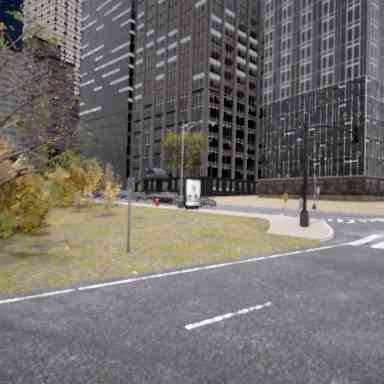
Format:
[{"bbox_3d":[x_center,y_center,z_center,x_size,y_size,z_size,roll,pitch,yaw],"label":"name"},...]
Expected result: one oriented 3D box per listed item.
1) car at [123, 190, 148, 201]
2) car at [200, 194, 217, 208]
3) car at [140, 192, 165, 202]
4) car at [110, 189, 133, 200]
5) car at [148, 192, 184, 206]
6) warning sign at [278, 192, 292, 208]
[{"bbox_3d":[-8.954,0.681,53.696,2.128,1.511,4.902,3,-1,-41],"label":"car"},{"bbox_3d":[0.751,0.938,37.266,1.812,1.442,4.674,3,-1,-40],"label":"car"},{"bbox_3d":[-6.648,0.824,55.988,1.812,1.442,4.674,3,-1,-41],"label":"car"},{"bbox_3d":[-13.473,0.466,63.486,2.097,1.767,4.553,3,-1,-43],"label":"car"},{"bbox_3d":[-2.223,0.778,35.757,2.128,1.511,4.902,3,-1,-40],"label":"car"},{"bbox_3d":[11.105,0.941,39.631,1.300,1.860,1.060,1,-1,-40],"label":"warning sign"}]
